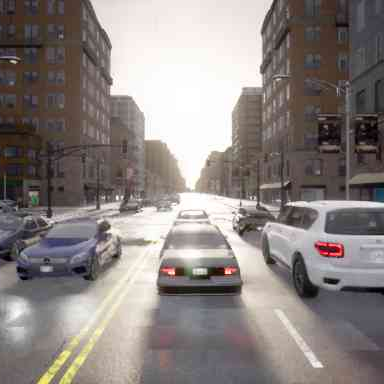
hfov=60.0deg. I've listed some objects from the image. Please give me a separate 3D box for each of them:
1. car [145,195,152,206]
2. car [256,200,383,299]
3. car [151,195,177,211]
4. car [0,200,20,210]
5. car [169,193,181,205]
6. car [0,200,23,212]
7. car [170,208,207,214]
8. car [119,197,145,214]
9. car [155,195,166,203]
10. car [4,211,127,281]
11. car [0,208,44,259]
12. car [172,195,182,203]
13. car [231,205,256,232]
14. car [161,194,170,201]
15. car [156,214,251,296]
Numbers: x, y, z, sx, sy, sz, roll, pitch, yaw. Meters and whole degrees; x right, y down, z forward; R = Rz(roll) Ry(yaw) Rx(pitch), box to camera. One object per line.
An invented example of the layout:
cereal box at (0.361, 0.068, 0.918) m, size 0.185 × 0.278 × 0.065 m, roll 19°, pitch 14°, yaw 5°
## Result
car at (-6.630, 1.345, 51.594) m, size 2.097 × 1.767 × 4.553 m, roll 0°, pitch 0°, yaw 0°
car at (3.343, 1.221, 8.607) m, size 2.150 × 2.045 × 5.566 m, roll 0°, pitch 0°, yaw 0°
car at (-3.381, 1.492, 41.216) m, size 2.128 × 1.511 × 4.902 m, roll 0°, pitch 0°, yaw 0°
car at (-19.735, 1.482, 32.805) m, size 4.902 × 1.511 × 2.128 m, roll 0°, pitch 0°, yaw 0°
car at (-3.369, 1.209, 60.254) m, size 2.150 × 2.045 × 5.566 m, roll 0°, pitch 0°, yaw 1°
car at (-22.152, 1.577, 38.303) m, size 4.313 × 1.339 × 1.947 m, roll 0°, pitch 0°, yaw 0°
car at (0.072, 1.600, 18.435) m, size 1.895 × 1.301 × 4.718 m, roll 0°, pitch 0°, yaw 2°
car at (-6.624, 1.515, 36.213) m, size 1.837 × 1.490 × 4.892 m, roll 0°, pitch 0°, yaw 0°
car at (-6.552, 1.489, 69.231) m, size 1.837 × 1.490 × 4.892 m, roll 0°, pitch 0°, yaw 0°
car at (-3.356, 1.525, 9.987) m, size 1.812 × 1.442 × 4.674 m, roll 0°, pitch 0°, yaw 0°
car at (-6.609, 1.547, 12.425) m, size 2.033 × 1.411 × 5.357 m, roll 0°, pitch 0°, yaw 0°
car at (-3.304, 1.461, 73.081) m, size 1.882 × 1.535 × 5.008 m, roll 0°, pitch 0°, yaw 0°
car at (3.338, 1.504, 18.464) m, size 1.837 × 1.490 × 4.892 m, roll 0°, pitch 0°, yaw 1°
car at (-6.561, 1.390, 82.243) m, size 1.882 × 1.535 × 5.008 m, roll 0°, pitch 0°, yaw 0°
car at (0.082, 1.547, 8.786) m, size 2.033 × 1.411 × 5.357 m, roll 0°, pitch 0°, yaw -2°
